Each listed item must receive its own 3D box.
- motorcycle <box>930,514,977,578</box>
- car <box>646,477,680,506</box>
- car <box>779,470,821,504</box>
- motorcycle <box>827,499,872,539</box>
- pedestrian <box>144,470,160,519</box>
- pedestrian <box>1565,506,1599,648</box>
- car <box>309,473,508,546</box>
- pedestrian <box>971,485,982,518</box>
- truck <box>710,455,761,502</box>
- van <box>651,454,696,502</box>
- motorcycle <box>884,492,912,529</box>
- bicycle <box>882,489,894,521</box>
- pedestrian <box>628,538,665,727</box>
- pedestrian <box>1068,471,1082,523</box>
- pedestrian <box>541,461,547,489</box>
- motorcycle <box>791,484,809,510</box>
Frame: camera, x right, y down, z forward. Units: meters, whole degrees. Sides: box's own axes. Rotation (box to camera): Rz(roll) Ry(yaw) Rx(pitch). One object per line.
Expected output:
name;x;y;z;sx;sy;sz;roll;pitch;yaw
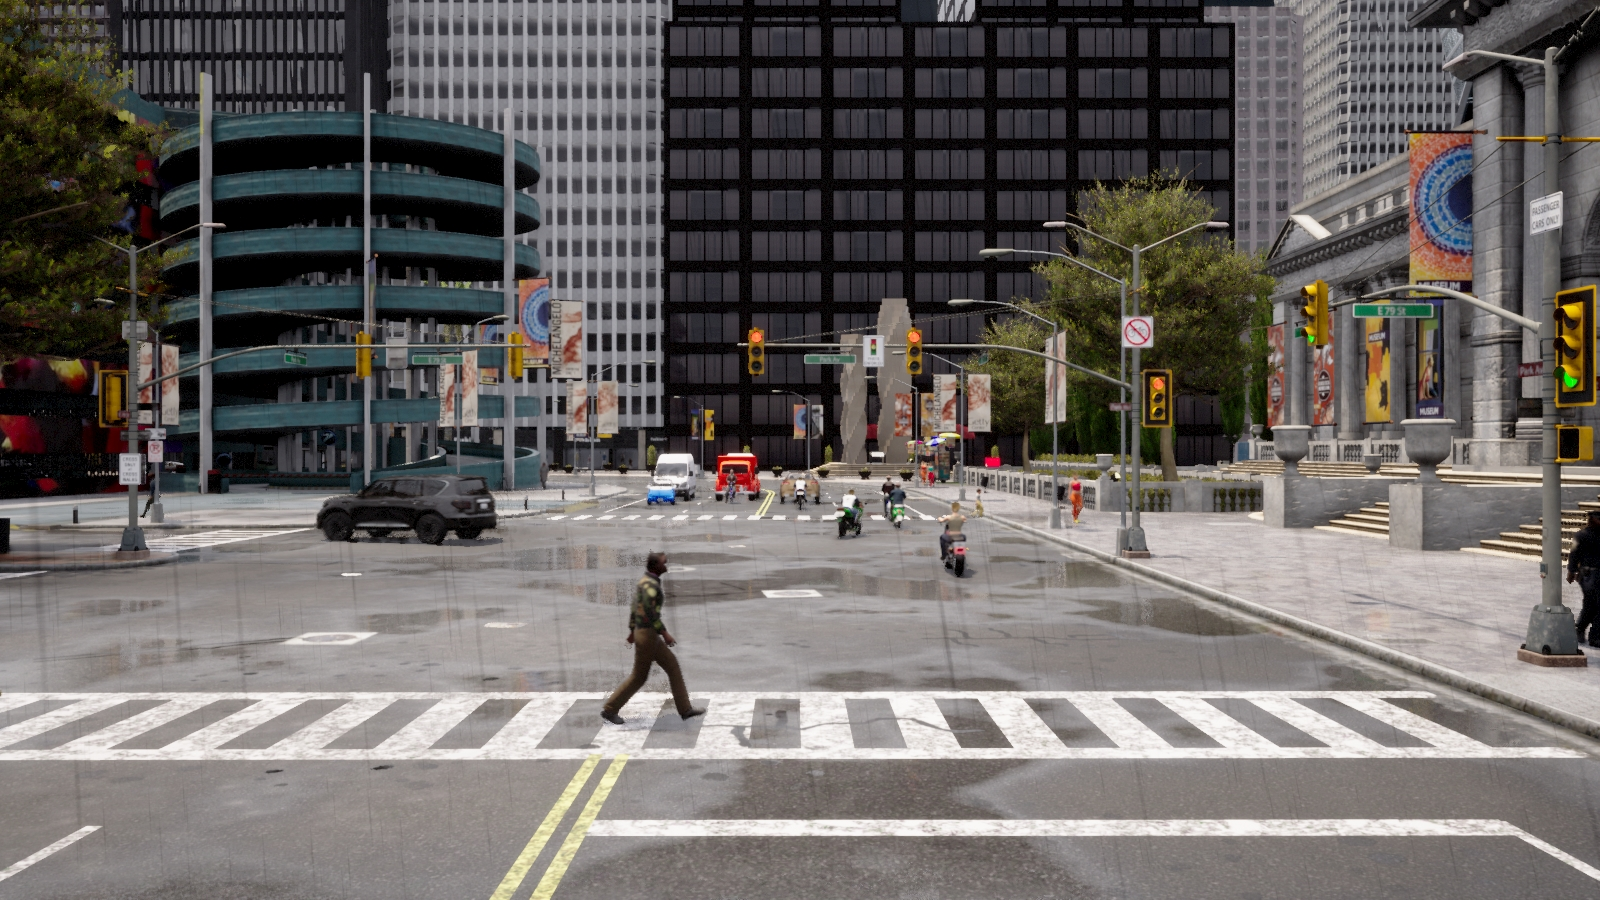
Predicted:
motorcycle;3.502;2.160;26.187;0.764;1.277;2.356;0;0;0
car;-6.988;2.098;58.266;1.481;1.376;2.207;0;0;0
car;-0.002;1.968;61.574;2.152;1.651;5.027;0;0;0
motorcycle;1.606;2.197;36.696;0.803;1.145;2.033;0;-1;23
pedestrian;-24.538;1.679;43.246;0.375;1.860;0.375;0;0;5
pedestrian;10.580;1.690;15.332;0.375;1.860;0.375;0;0;1
car;-11.947;1.766;34.908;5.566;2.045;2.150;0;0;17
pedestrian;7.244;2.111;46.842;0.375;1.300;0.375;0;0;17
truck;-3.541;1.543;64.074;2.627;2.467;5.204;0;0;-1
van;-7.042;1.510;64.165;1.988;2.561;5.915;0;0;-1
motorcycle;3.525;2.166;41.155;0.856;1.236;1.805;0;0;0
bicycle;3.501;2.193;45.591;0.329;1.171;1.835;0;0;0
pedestrian;-1.560;1.843;11.631;0.375;1.860;0.375;0;0;-7
pedestrian;9.828;1.680;40.876;0.375;1.860;0.375;0;0;-10
pedestrian;-17.066;1.667;76.167;0.375;1.860;0.375;0;0;-9
motorcycle;0.001;2.192;53.858;0.803;1.145;2.033;0;0;0
